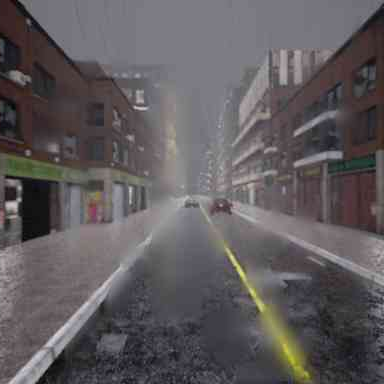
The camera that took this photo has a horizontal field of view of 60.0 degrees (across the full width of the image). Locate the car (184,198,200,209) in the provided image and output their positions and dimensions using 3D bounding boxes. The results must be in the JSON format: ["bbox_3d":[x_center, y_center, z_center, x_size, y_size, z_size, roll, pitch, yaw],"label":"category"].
[{"bbox_3d":[-0.001,1.572,45.992,1.994,1.385,4.181,0,0,0],"label":"car"}]

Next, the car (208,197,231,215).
[{"bbox_3d":[2.834,1.362,34.470,2.097,1.767,4.553,0,0,0],"label":"car"}]
